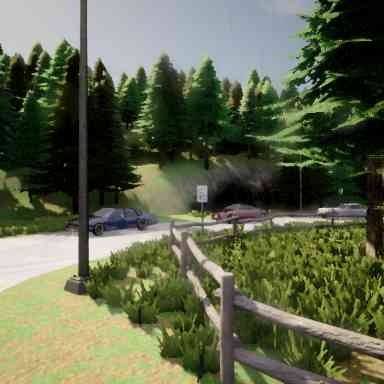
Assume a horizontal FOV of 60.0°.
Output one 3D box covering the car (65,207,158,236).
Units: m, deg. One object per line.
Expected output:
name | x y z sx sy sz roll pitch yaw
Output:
car | -4.400 1.576 19.120 2.033 1.411 5.357 0 0 41

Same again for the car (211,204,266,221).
car | 3.550 1.592 25.151 4.181 1.385 1.994 0 0 -26

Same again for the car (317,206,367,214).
car | 13.072 1.628 28.034 4.718 1.301 1.895 0 0 -6
